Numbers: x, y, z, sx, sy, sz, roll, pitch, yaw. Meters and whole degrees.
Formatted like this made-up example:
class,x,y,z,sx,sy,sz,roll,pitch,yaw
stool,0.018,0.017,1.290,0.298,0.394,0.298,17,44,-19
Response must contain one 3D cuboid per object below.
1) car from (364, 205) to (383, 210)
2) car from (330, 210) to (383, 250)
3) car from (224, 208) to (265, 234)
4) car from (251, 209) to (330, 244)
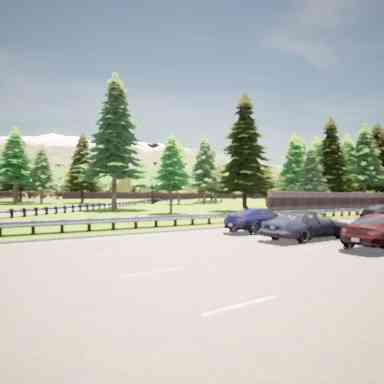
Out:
class,x,y,z,sx,sy,sz,roll,pitch,yaw
car,16.185,1.799,28.326,4.674,1.442,1.812,0,0,-35
car,8.047,1.660,13.913,4.674,1.442,1.812,0,0,-35
car,3.978,1.660,19.609,4.674,1.442,1.812,0,0,-35
car,5.685,1.678,16.532,5.357,1.411,2.033,1,0,-35
